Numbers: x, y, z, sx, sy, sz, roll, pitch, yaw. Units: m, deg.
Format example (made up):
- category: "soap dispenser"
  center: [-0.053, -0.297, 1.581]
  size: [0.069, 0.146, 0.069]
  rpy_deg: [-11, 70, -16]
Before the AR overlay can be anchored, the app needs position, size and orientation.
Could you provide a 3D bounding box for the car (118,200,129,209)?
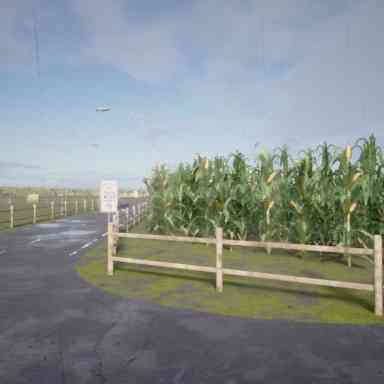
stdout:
- category: "car"
  center: [-11.071, 1.876, 52.077]
  size: [1.994, 1.385, 4.181]
  rpy_deg: [1, 0, -4]
